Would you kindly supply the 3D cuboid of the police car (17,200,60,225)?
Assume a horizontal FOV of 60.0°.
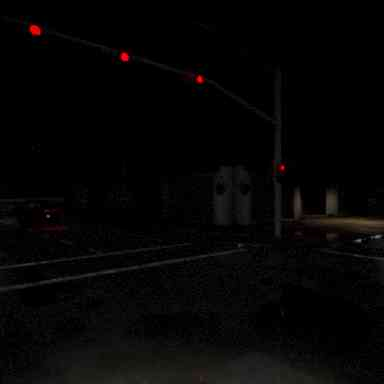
[{"bbox_3d":[-11.327,1.425,24.265,1.930,1.638,5.238,0,0,-41],"label":"police car"}]
